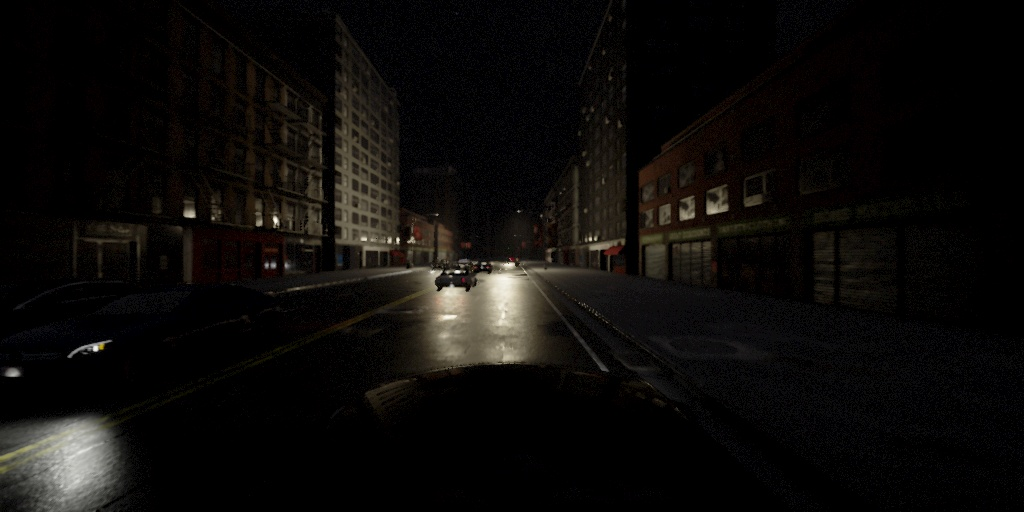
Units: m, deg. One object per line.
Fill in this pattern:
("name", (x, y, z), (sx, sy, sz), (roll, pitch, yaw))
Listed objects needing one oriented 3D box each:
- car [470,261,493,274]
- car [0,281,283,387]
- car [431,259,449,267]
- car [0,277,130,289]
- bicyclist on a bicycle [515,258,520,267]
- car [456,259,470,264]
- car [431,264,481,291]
("car", (-3.142, 1.246, 40.053), (2.033, 1.411, 5.357), (0, 0, 0))
("car", (-6.586, 1.268, 7.061), (1.812, 1.442, 4.674), (0, 0, 0))
("car", (-9.799, 1.192, 49.326), (1.837, 1.490, 4.892), (0, 0, 0))
("car", (-9.840, 1.234, 7.563), (2.128, 1.511, 4.902), (0, 0, 0))
("bicyclist on a bicycle", (0.924, 1.111, 61.690), (0.866, 1.612, 1.509), (0, 0, 0))
("car", (-6.549, 1.179, 49.324), (2.128, 1.511, 4.902), (0, 0, 0))
("car", (-3.207, 1.324, 21.405), (1.895, 1.301, 4.718), (0, 0, 1))
